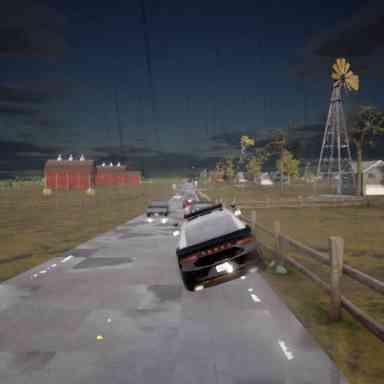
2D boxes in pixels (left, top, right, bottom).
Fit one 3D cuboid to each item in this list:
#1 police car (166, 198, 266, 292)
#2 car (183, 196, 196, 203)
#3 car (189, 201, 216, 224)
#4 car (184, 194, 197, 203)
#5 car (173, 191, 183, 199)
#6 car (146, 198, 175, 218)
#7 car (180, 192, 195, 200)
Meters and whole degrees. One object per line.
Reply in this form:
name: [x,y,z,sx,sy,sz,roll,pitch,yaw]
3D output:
police car: [0.529,1.197,9.226,1.930,1.638,5.238,-18,3,0]
car: [0.667,1.305,19.107,2.097,1.767,4.553,-1,0,0]
car: [0.714,1.467,25.149,1.837,1.490,4.892,0,0,0]
car: [-0.269,1.199,60.581,2.128,1.511,4.902,0,1,0]
car: [-3.066,1.093,71.184,1.895,1.301,4.718,0,1,0]
car: [-2.983,1.498,30.397,2.033,1.411,5.357,0,0,0]
car: [-0.195,1.230,47.062,2.097,1.767,4.553,0,0,0]
